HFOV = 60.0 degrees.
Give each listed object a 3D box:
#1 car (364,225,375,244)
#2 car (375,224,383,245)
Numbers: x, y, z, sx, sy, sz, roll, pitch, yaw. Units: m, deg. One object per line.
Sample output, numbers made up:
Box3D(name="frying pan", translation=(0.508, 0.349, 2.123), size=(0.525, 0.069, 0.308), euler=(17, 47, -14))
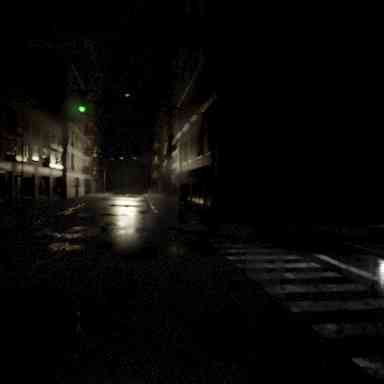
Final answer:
Box3D(name="car", translation=(9.130, 1.572, 13.390), size=(4.206, 1.307, 1.802), euler=(1, 1, -9))
Box3D(name="car", translation=(8.797, 1.390, 10.724), size=(4.553, 1.767, 2.097), euler=(1, 1, -9))
